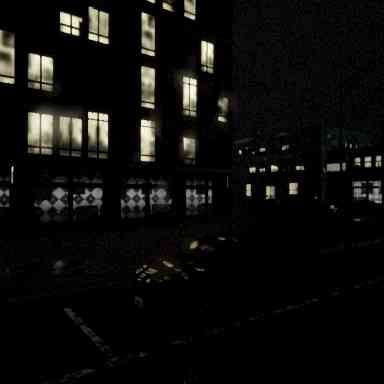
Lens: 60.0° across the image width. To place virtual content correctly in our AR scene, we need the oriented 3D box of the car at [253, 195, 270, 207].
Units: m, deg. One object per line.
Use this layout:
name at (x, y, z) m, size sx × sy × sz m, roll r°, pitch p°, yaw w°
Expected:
car at (9.553, 1.130, 41.208) m, size 1.967 × 1.590 × 4.097 m, roll 1°, pitch 0°, yaw -36°

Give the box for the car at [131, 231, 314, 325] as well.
car at (0.839, 1.566, 7.152) m, size 4.313 × 1.339 × 1.947 m, roll 0°, pitch 0°, yaw -35°

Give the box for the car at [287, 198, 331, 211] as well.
car at (12.834, 1.340, 36.736) m, size 1.802 × 1.307 × 4.206 m, roll 1°, pitch 0°, yaw -36°

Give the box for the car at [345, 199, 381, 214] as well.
car at (16.116, 1.372, 32.266) m, size 1.887 × 1.381 × 4.507 m, roll 1°, pitch 0°, yaw -36°

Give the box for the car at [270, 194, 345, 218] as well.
car at (9.367, 1.101, 27.307) m, size 2.192 × 1.841 × 5.009 m, roll 1°, pitch 0°, yaw -36°
